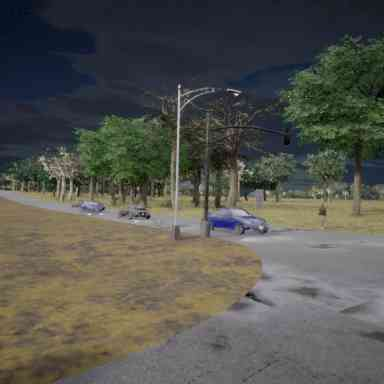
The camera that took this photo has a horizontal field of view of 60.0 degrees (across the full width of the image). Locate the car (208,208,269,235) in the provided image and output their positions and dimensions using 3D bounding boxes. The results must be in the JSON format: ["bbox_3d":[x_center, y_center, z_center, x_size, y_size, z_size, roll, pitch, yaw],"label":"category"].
[{"bbox_3d":[2.547,1.690,19.877,1.812,1.442,4.674,2,-2,-30],"label":"car"}]

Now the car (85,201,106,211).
[{"bbox_3d":[-15.816,2.254,54.473,1.994,1.385,4.181,3,-2,-35],"label":"car"}]

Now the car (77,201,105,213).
[{"bbox_3d":[-13.368,2.009,44.158,1.812,1.442,4.674,3,-2,-33],"label":"car"}]

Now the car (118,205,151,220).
[{"bbox_3d":[-5.648,1.928,32.551,1.994,1.385,4.181,3,-2,-34],"label":"car"}]

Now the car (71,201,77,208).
[{"bbox_3d":[-21.376,2.308,62.783,1.994,1.385,4.181,3,-2,-34],"label":"car"}]

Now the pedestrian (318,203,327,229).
[{"bbox_3d":[9.310,1.716,23.832,0.375,1.860,0.375,1,-1,-34],"label":"pedestrian"}]
